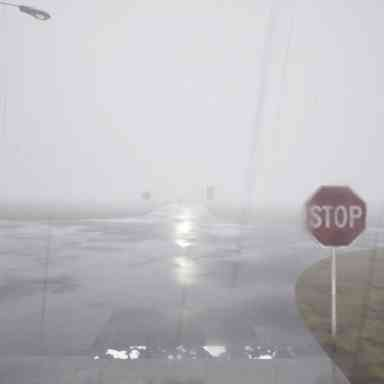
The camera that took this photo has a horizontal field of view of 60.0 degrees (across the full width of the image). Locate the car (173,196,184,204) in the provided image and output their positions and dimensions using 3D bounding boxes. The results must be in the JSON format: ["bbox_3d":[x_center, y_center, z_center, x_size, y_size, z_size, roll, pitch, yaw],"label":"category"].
[{"bbox_3d":[-2.523,1.599,64.483,1.837,1.490,4.892,0,0,0],"label":"car"}]
